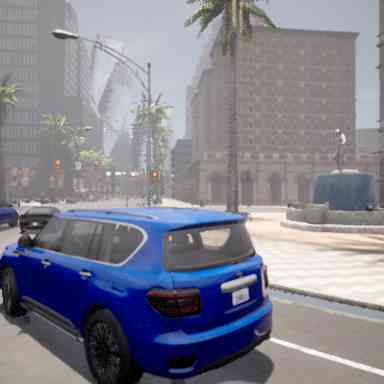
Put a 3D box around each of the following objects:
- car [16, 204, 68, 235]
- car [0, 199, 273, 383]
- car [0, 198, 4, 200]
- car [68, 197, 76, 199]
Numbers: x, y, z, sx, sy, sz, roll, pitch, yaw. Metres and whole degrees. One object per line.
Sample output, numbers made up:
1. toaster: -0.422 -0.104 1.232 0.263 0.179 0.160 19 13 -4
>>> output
1. car: -9.152 1.617 20.738 1.882 1.535 5.008 0 0 -12
2. car: -1.375 1.268 5.629 5.566 2.045 2.150 0 0 44
3. car: -12.663 1.345 20.585 2.150 2.045 5.566 0 0 -11
4. car: -29.366 2.072 81.045 2.161 1.482 4.786 0 0 -6
